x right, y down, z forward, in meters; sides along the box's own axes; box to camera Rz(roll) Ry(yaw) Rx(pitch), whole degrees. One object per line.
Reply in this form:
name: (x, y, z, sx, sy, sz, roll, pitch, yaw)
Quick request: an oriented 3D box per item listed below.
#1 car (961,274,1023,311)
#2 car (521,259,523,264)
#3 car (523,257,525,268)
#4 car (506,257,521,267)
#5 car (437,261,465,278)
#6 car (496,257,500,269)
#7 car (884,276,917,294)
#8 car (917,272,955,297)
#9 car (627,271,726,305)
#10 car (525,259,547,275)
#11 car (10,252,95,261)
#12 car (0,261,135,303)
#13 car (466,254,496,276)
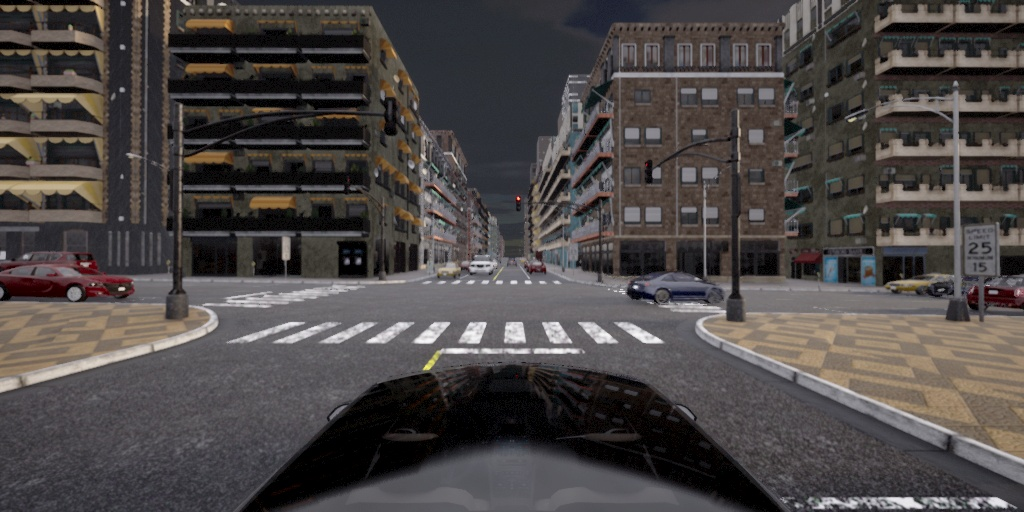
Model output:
car: (20.835, 1.479, 14.078, 4.097, 1.591, 1.967, 0, 0, 0)
car: (2.694, 1.252, 54.980, 1.802, 1.307, 4.207, 0, 0, 0)
car: (2.693, 1.126, 43.933, 1.967, 1.591, 4.097, 0, 0, 0)
car: (0.004, 1.150, 63.836, 2.128, 1.511, 4.902, 0, 0, 0)
car: (-5.688, 1.227, 32.730, 1.751, 1.417, 4.829, 0, 0, 0)
car: (-3.092, 1.199, 52.662, 1.812, 1.442, 4.674, 0, 0, 0)
car: (26.247, 1.718, 22.434, 4.829, 1.417, 1.751, 0, 0, 0)
car: (25.784, 1.726, 19.876, 4.181, 1.385, 1.994, 1, 0, 0)
car: (7.371, 1.386, 16.153, 4.181, 1.385, 1.994, 2, -1, -15)
car: (2.693, 1.239, 38.409, 1.888, 1.381, 4.507, 0, 0, 0)
car: (-28.645, 0.650, 22.053, 5.009, 1.841, 2.192, 0, 0, 0)
car: (-17.262, 0.990, 13.758, 4.507, 1.381, 1.888, 0, 0, 0)
car: (-3.106, 0.916, 37.048, 2.150, 2.045, 5.566, 0, 0, -1)
